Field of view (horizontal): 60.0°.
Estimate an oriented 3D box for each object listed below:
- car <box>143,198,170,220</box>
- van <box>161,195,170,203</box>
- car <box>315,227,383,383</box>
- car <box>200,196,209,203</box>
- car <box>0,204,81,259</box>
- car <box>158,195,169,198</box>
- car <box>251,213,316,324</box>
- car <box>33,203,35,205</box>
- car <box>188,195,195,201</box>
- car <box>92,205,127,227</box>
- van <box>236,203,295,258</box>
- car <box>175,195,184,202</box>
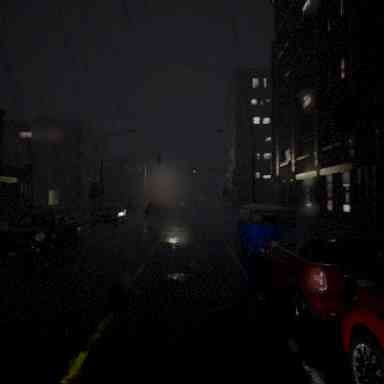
[{"bbox_3d":[-3.046,1.561,28.798,1.837,1.490,4.892,0,-1,0],"label":"car"},{"bbox_3d":[-5.735,1.472,72.691,1.690,1.788,3.998,1,0,0],"label":"van"},{"bbox_3d":[2.707,1.319,1.738,2.192,1.841,5.009,1,0,0],"label":"car"},{"bbox_3d":[2.643,1.572,72.759,1.967,1.590,4.097,1,0,0],"label":"car"},{"bbox_3d":[-5.684,1.463,12.552,1.967,1.590,4.097,1,0,0],"label":"car"},{"bbox_3d":[-5.806,1.655,61.322,1.887,1.381,4.507,1,0,0],"label":"car"},{"bbox_3d":[2.700,1.454,7.145,1.967,1.590,4.097,1,0,0],"label":"car"},{"bbox_3d":[-19.333,1.682,38.608,4.507,1.381,1.887,0,-1,0],"label":"car"},{"bbox_3d":[-0.077,1.692,88.997,2.033,1.411,5.357,0,0,0],"label":"car"},{"bbox_3d":[-5.697,1.594,23.366,2.008,1.369,4.403,1,0,0],"label":"car"},{"bbox_3d":[2.697,1.365,12.552,1.690,1.788,3.998,1,0,0],"label":"van"},{"bbox_3d":[-3.072,1.649,82.557,1.837,1.490,4.892,0,0,0],"label":"car"}]
